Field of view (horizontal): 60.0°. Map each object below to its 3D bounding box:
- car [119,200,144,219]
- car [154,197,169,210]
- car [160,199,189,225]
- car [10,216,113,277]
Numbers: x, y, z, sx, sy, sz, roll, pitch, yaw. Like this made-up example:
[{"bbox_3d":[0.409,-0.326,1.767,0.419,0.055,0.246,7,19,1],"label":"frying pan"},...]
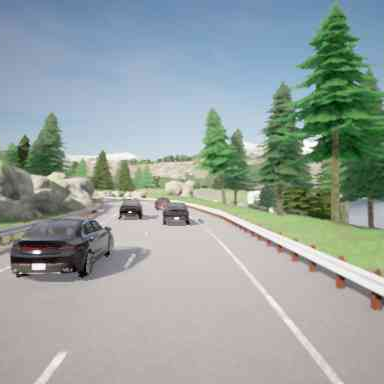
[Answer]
[{"bbox_3d":[-5.314,1.484,29.406,1.882,1.535,5.008,0,0,-7],"label":"car"},{"bbox_3d":[-3.757,1.433,42.527,2.033,1.649,4.856,0,0,-10],"label":"car"},{"bbox_3d":[-1.245,1.505,24.511,1.837,1.490,4.892,0,0,-6],"label":"car"},{"bbox_3d":[-3.712,1.510,10.241,1.837,1.490,4.892,0,0,-2],"label":"car"}]
